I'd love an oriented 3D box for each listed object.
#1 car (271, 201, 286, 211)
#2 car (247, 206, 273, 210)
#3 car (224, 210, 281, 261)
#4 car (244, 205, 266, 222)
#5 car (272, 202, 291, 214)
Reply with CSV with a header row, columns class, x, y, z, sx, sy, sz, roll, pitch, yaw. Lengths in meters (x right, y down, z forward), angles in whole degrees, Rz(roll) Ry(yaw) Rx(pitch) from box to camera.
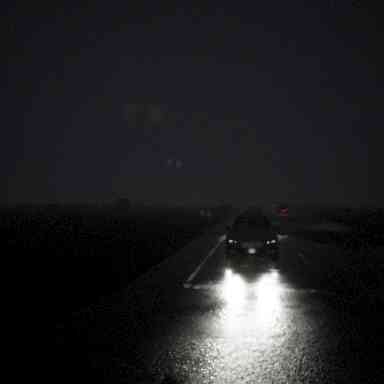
class,x,y,z,sx,sy,sz,roll,pitch,yaw
car,14.601,2.375,56.584,2.128,1.511,4.902,-1,-1,11
car,4.329,1.941,23.145,1.994,1.385,4.181,-1,-1,10
car,2.431,1.710,13.334,2.128,1.511,4.902,-1,-1,11
car,6.361,2.093,33.519,2.033,1.411,5.357,-1,-1,11
car,12.617,2.222,46.400,1.837,1.490,4.892,-1,-1,11
